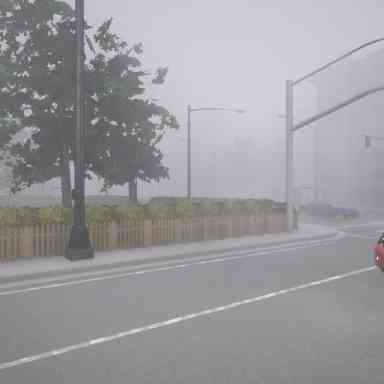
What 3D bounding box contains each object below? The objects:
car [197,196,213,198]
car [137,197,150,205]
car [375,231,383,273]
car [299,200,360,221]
[{"bbox_3d":[1.978,1.351,40.921,2.097,1.767,4.553,0,0,-35],"label":"car"},{"bbox_3d":[-7.718,1.565,55.066,1.994,1.385,4.181,0,0,-35],"label":"car"},{"bbox_3d":[7.305,1.220,8.995,5.566,2.045,2.150,0,0,-33],"label":"car"},{"bbox_3d":[11.256,1.478,27.556,1.882,1.535,5.008,0,0,-35],"label":"car"}]
